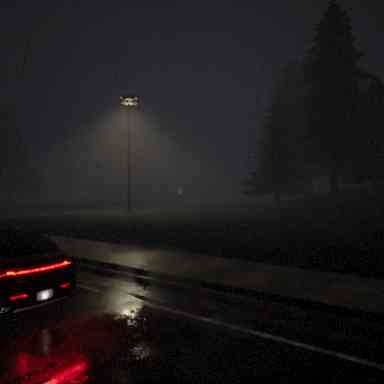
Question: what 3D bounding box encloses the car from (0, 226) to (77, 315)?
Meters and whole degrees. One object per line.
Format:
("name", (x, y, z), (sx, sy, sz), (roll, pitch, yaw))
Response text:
("car", (-4.461, 1.492, 7.053), (4.892, 1.490, 1.837), (0, 0, 36))
